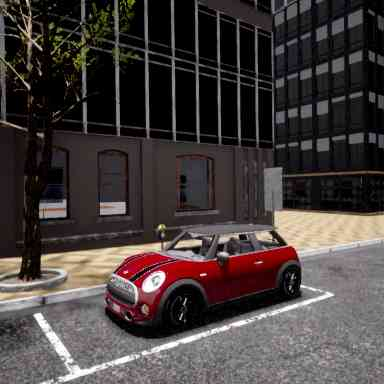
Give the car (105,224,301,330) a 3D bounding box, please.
[{"bbox_3d":[0.334,1.439,6.813,4.097,1.590,1.967,0,-1,-35],"label":"car"}]
